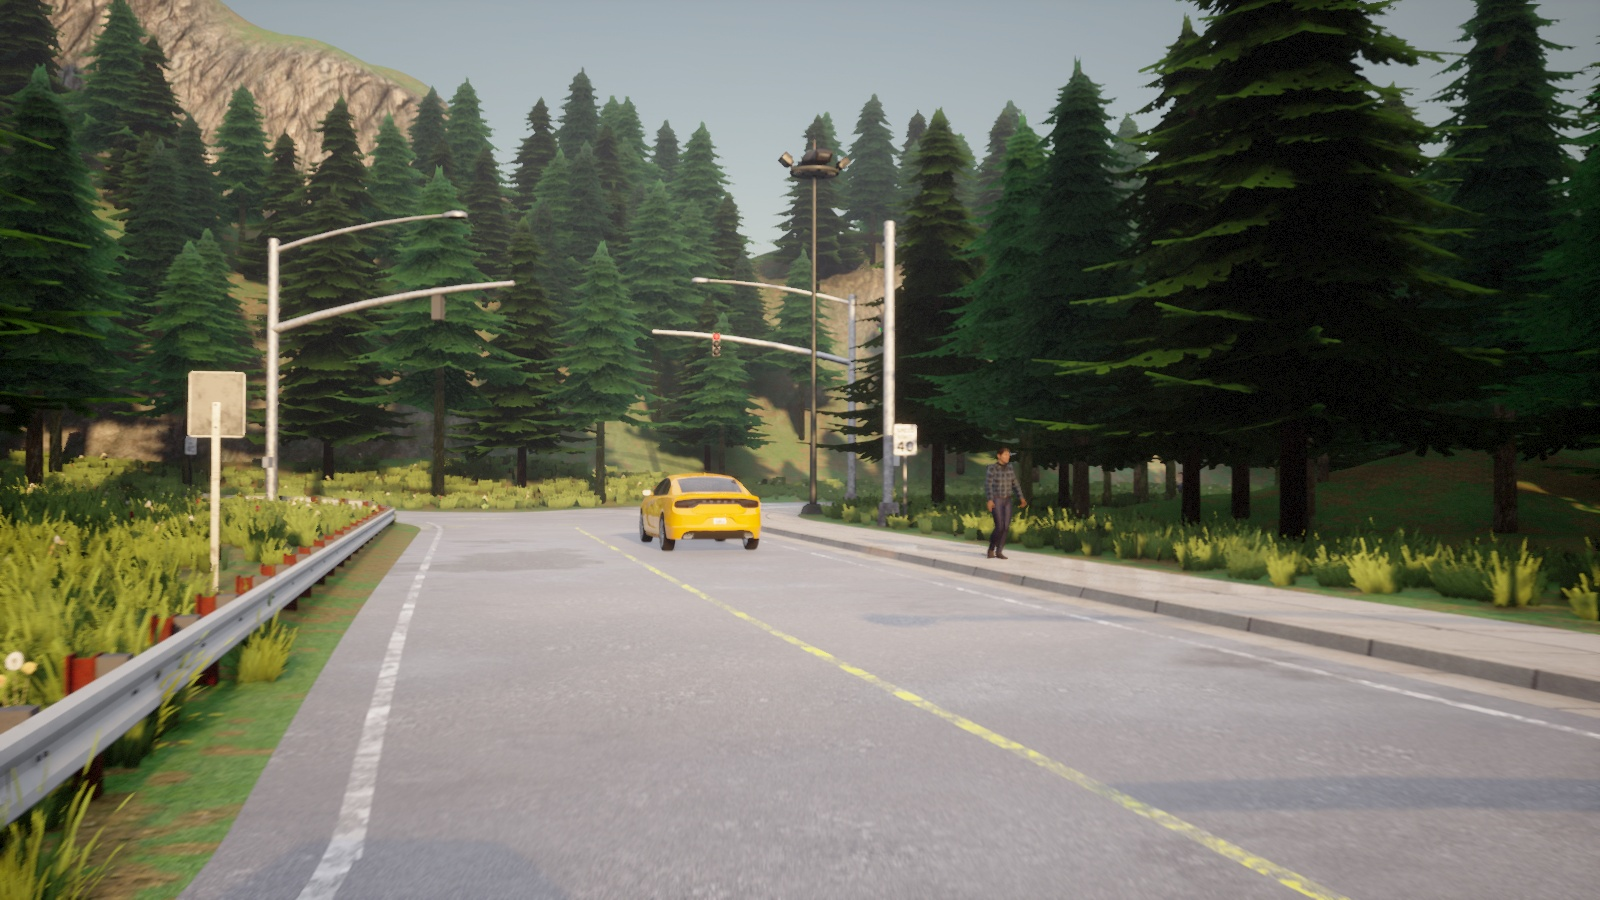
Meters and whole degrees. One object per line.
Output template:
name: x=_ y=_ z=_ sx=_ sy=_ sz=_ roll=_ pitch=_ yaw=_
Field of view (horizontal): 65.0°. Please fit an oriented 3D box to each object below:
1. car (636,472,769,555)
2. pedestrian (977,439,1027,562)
car: x=-2.141 y=1.238 z=26.122 sx=1.882 sy=1.535 sz=5.008 roll=0 pitch=-1 yaw=-15
pedestrian: x=3.254 y=0.803 z=20.283 sx=0.423 sy=1.949 sz=0.788 roll=0 pitch=-1 yaw=-23
